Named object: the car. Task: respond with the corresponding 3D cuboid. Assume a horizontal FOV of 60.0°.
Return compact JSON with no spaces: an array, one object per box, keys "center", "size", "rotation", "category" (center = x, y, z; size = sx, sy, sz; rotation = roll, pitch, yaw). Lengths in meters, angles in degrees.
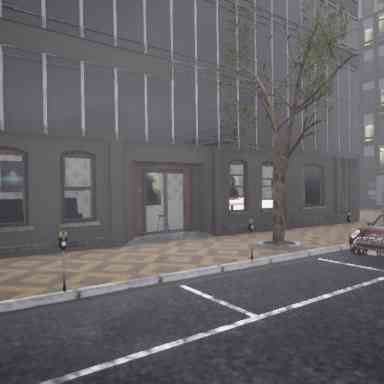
[{"center":[7.407,1.435,11.859],"size":[4.097,1.590,1.967],"rotation":[0,-1,-35],"category":"car"}]
